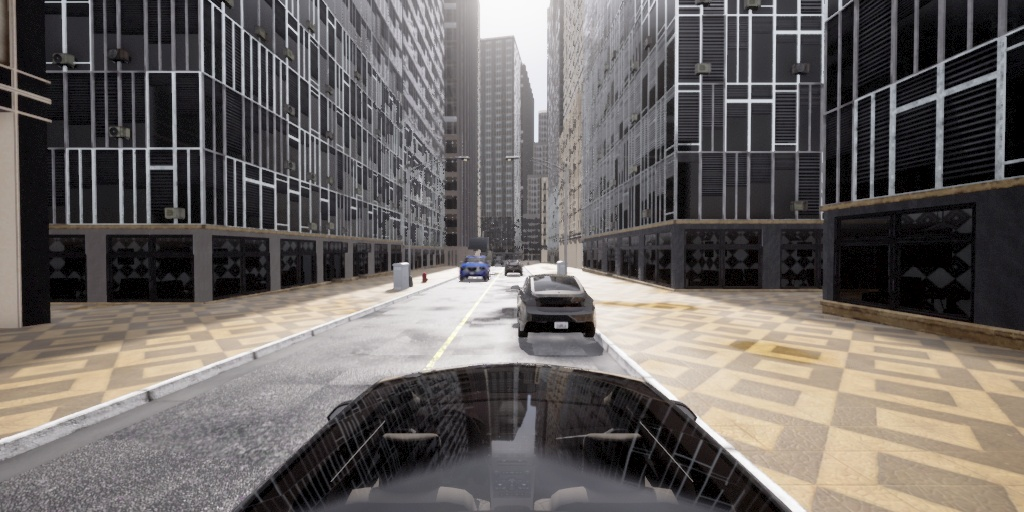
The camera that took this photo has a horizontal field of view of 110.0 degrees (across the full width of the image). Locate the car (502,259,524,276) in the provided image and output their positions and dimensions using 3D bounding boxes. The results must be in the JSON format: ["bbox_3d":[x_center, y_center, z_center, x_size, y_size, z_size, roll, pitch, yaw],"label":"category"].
[{"bbox_3d":[0.172,1.263,37.860,1.837,1.490,4.892,0,0,0],"label":"car"}]

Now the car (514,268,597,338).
[{"bbox_3d":[1.073,1.255,10.183,1.837,1.490,4.892,0,0,0],"label":"car"}]

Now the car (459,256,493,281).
[{"bbox_3d":[-3.023,0.976,29.952,2.150,2.045,5.566,0,0,0],"label":"car"}]
